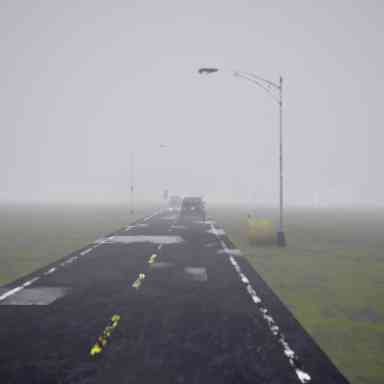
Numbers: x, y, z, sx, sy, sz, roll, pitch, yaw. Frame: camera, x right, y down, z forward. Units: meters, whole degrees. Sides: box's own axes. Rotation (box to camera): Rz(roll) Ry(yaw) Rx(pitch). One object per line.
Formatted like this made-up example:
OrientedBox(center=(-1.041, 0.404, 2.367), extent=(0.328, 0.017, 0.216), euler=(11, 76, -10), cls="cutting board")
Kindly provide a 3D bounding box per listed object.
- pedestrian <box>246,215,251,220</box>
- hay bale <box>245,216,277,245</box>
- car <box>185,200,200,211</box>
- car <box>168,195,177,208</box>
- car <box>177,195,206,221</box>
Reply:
OrientedBox(center=(2.814, 1.683, 16.421), extent=(0.375, 1.300, 0.375), euler=(-1, 0, 2), cls="pedestrian")
OrientedBox(center=(3.141, 1.745, 15.298), extent=(1.220, 1.180, 1.240), euler=(1, 0, 0), cls="hay bale")
OrientedBox(center=(0.091, 1.855, 45.583), extent=(1.994, 1.385, 4.181), euler=(0, 0, 0), cls="car")
OrientedBox(center=(-2.757, 1.587, 56.693), extent=(2.150, 2.045, 5.566), euler=(0, 0, 1), cls="car")
OrientedBox(center=(0.076, 1.406, 29.463), extent=(2.150, 2.045, 5.566), euler=(0, 0, 0), cls="car")
